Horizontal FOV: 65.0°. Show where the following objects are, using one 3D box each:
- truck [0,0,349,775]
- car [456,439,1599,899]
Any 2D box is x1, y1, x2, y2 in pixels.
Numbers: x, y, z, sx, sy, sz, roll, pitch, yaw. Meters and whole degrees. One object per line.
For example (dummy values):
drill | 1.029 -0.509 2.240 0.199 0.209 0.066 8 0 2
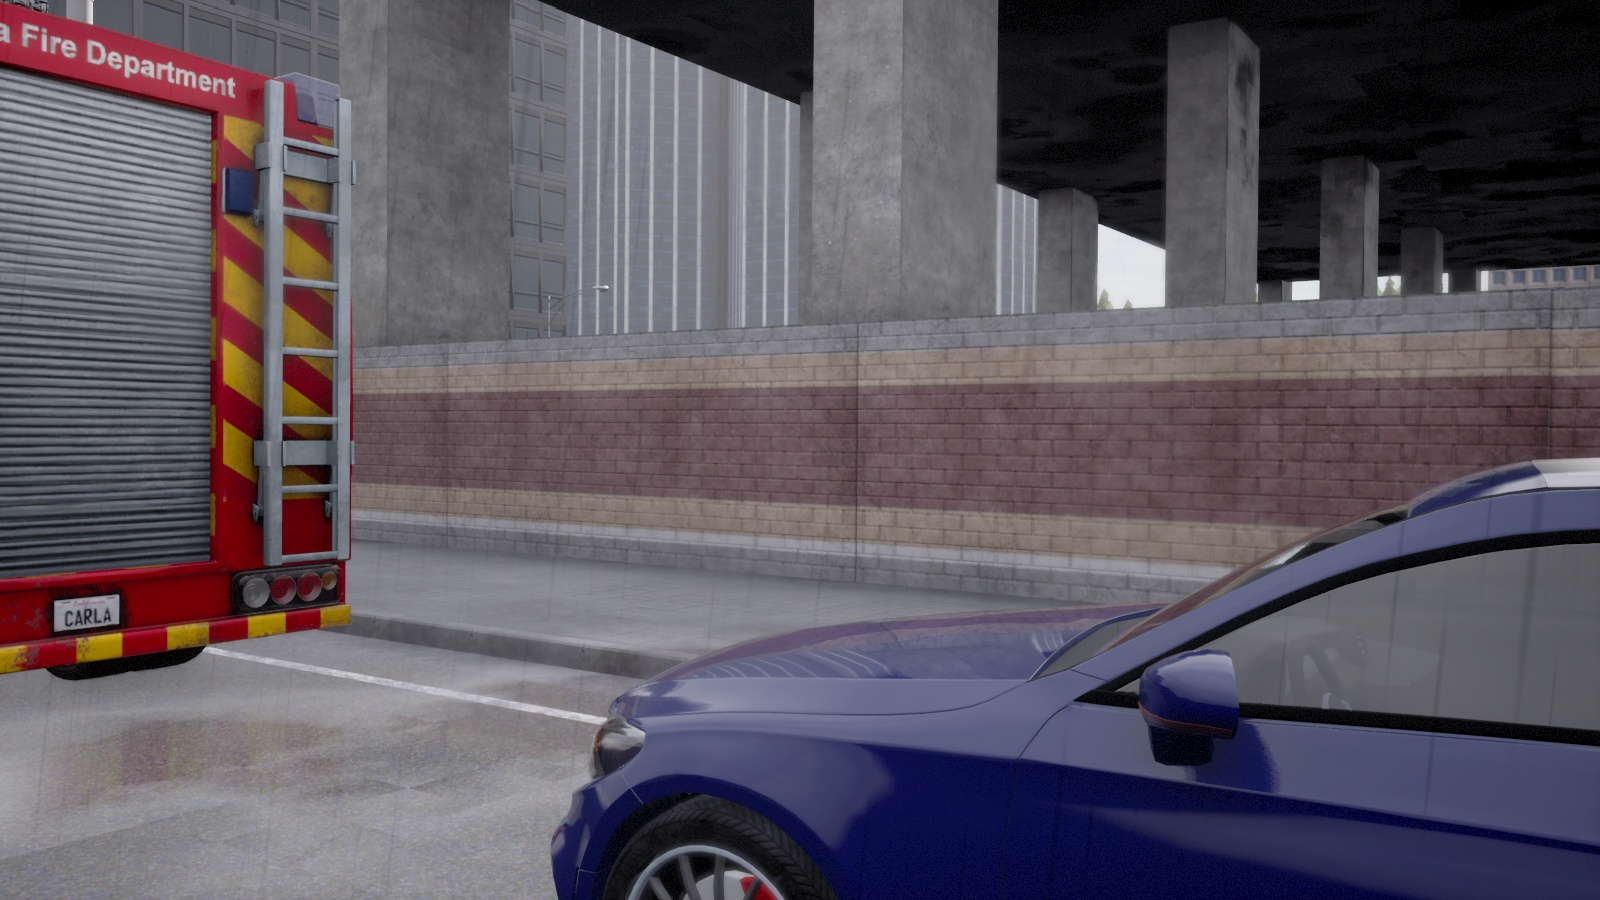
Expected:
truck | -6.880 -0.483 8.172 8.468 3.827 2.891 0 1 34
car | 1.618 0.708 2.546 4.674 1.442 1.812 0 1 33
